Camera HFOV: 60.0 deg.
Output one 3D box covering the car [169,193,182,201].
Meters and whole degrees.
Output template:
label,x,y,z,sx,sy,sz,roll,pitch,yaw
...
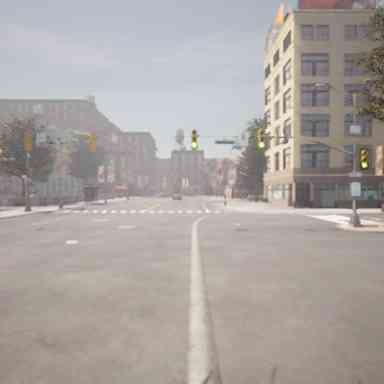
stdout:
label,x,y,z,sx,sy,sz,roll,pitch,yaw
car,-3.574,1.200,75.978,2.033,1.411,5.357,0,0,0
